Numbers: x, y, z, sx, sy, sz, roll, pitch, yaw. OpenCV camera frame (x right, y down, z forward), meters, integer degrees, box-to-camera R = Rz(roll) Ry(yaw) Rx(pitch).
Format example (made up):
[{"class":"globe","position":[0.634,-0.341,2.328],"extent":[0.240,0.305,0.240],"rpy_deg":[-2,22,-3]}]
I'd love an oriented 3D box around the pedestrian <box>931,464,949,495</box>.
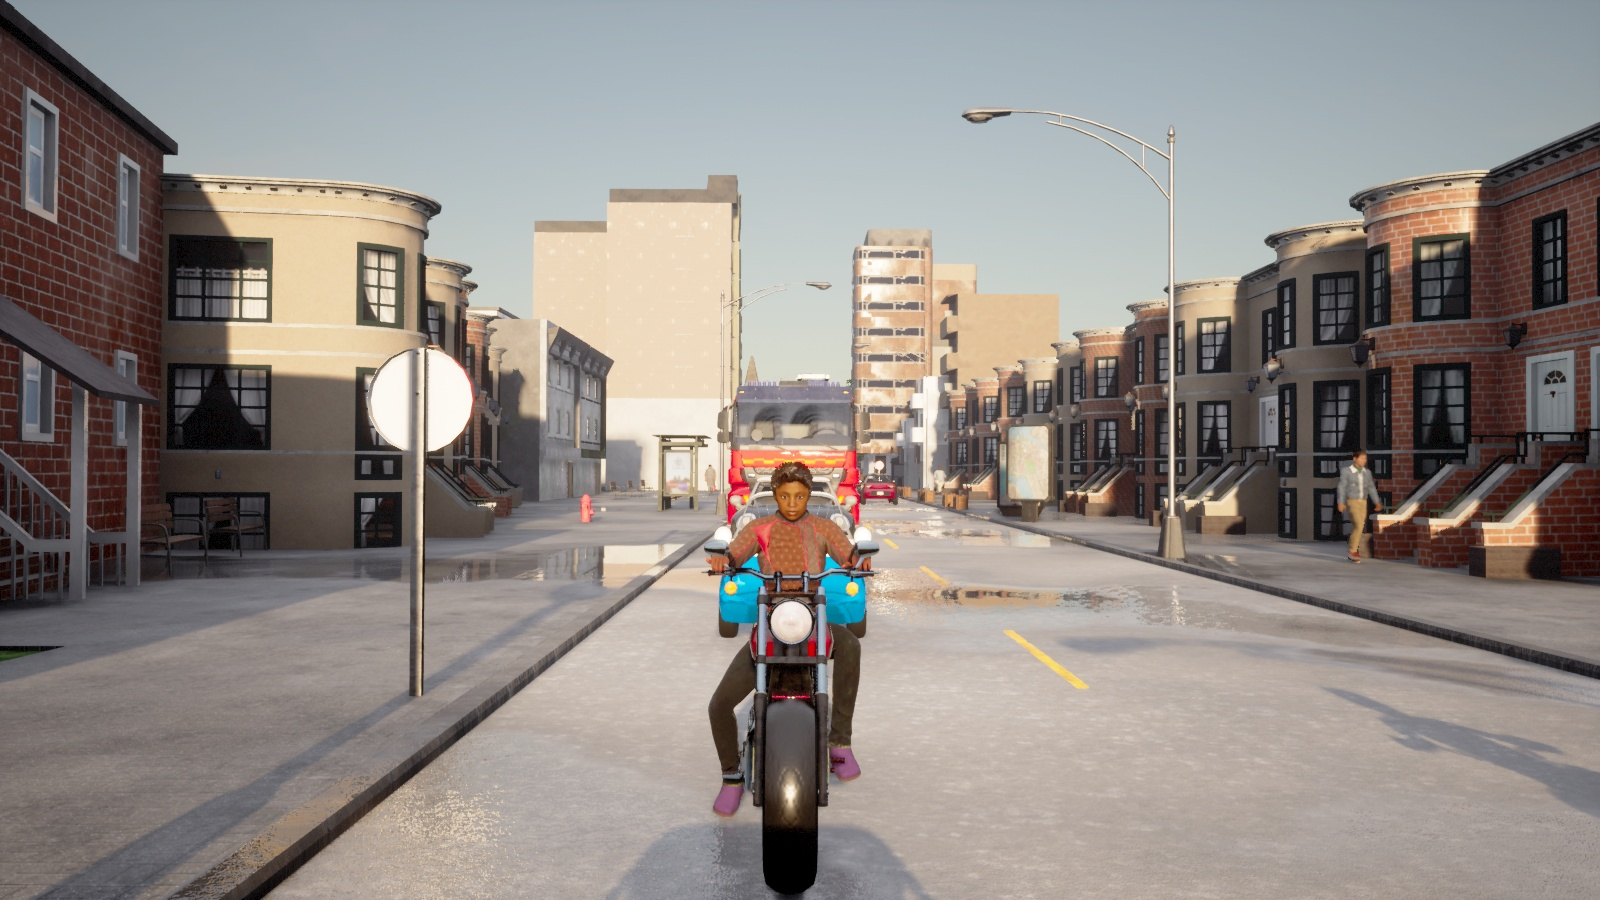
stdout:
[{"class":"pedestrian","position":[8.478,1.764,76.016],"extent":[0.874,1.855,0.900],"rpy_deg":[0,-1,-11]}]

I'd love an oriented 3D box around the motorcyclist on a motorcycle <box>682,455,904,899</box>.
[{"class":"motorcyclist on a motorcycle","position":[-0.031,0.858,5.541],"extent":[0.766,1.649,2.350],"rpy_deg":[0,-1,0]}]

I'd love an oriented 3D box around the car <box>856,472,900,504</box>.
[{"class":"car","position":[3.721,1.827,60.490],"extent":[1.816,1.474,4.193],"rpy_deg":[0,-1,0]}]

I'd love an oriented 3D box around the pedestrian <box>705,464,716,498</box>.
[{"class":"pedestrian","position":[-5.175,1.762,72.659],"extent":[0.659,1.952,0.873],"rpy_deg":[0,-1,-5]}]

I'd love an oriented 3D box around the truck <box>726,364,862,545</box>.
[{"class":"truck","position":[-0.150,0.168,30.923],"extent":[2.891,3.827,8.468],"rpy_deg":[0,-1,0]}]

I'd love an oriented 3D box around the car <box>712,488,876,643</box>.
[{"class":"car","position":[-0.062,1.078,12.451],"extent":[1.481,1.376,2.207],"rpy_deg":[0,-1,0]}]

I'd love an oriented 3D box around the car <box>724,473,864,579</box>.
[{"class":"car","position":[-0.096,1.109,19.632],"extent":[1.970,1.475,3.806],"rpy_deg":[0,-1,0]}]

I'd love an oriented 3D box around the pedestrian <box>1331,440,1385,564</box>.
[{"class":"pedestrian","position":[9.004,0.828,20.284],"extent":[0.423,1.949,0.788],"rpy_deg":[0,-1,-8]}]
